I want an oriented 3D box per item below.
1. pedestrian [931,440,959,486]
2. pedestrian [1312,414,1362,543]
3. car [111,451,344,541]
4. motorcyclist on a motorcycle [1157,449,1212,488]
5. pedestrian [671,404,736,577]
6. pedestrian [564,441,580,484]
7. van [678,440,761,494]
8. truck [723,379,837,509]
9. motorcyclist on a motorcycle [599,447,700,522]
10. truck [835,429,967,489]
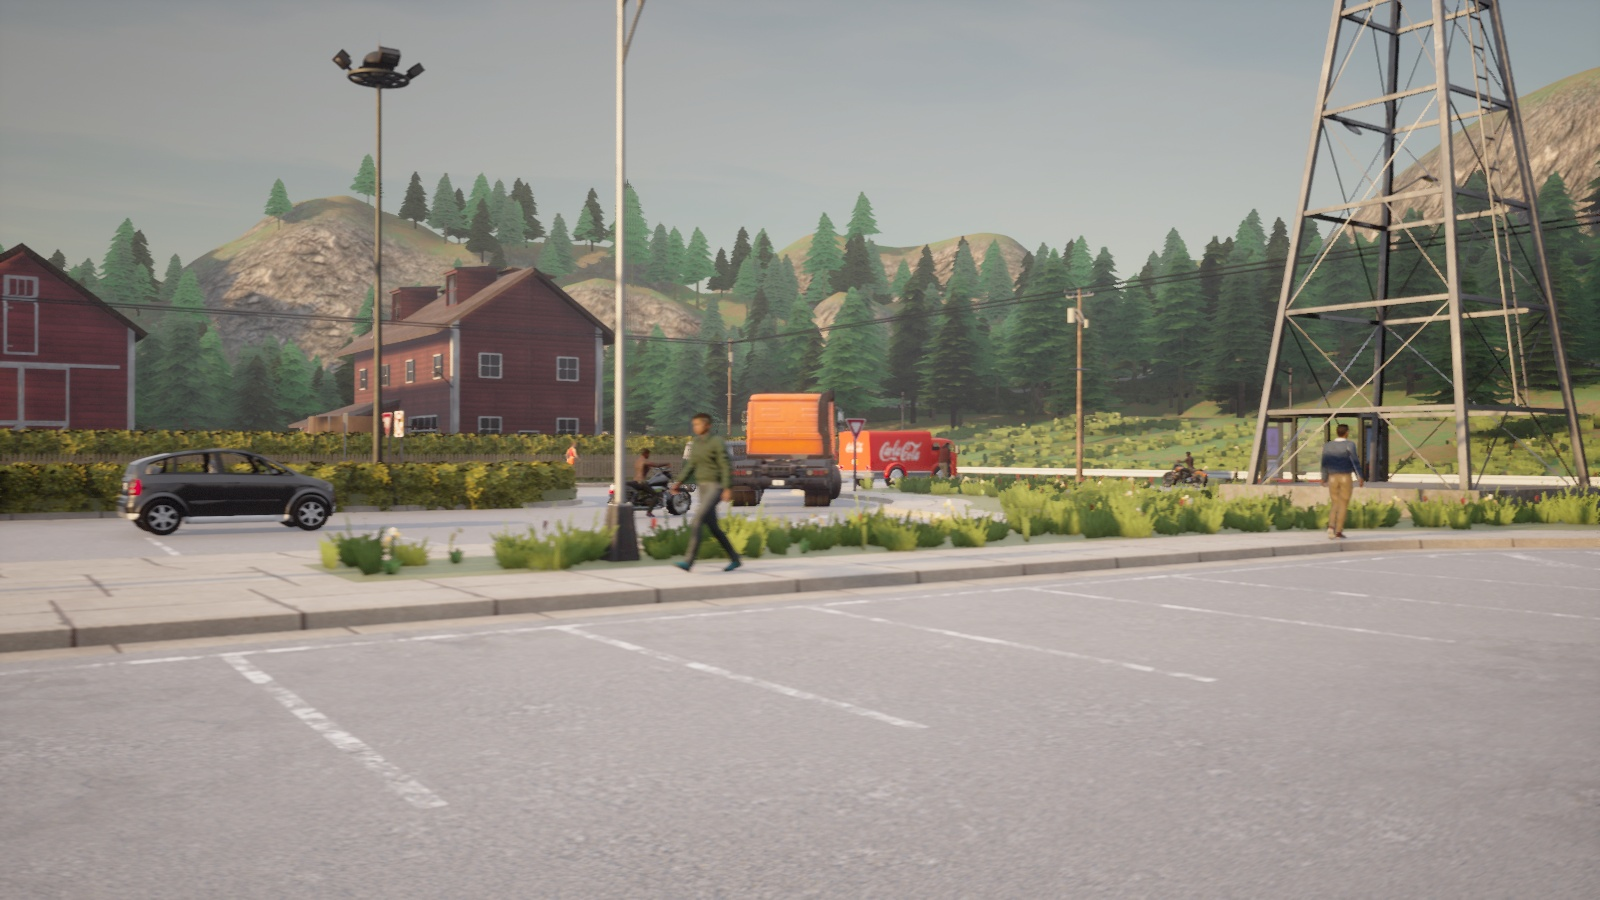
[{"bbox_3d":[5.866,0.512,50.874,0.899,1.844,0.634,0,0,-31],"label":"pedestrian"},{"bbox_3d":[8.332,0.430,19.479,0.788,1.949,0.423,0,0,-44],"label":"pedestrian"},{"bbox_3d":[-10.685,0.804,23.504,3.705,1.549,1.789,0,0,-34],"label":"car"},{"bbox_3d":[16.693,0.794,54.562,0.766,1.649,2.350,0,0,-34],"label":"motorcyclist on a motorcycle"},{"bbox_3d":[-1.061,0.436,13.772,0.614,1.847,0.353,0,0,-38],"label":"pedestrian"},{"bbox_3d":[-9.821,0.553,54.043,0.594,1.836,0.345,0,0,-35],"label":"pedestrian"},{"bbox_3d":[-3.036,0.623,48.397,1.775,1.987,4.442,0,0,16],"label":"van"},{"bbox_3d":[-0.419,-0.144,37.460,2.891,3.462,7.936,0,0,3],"label":"truck"},{"bbox_3d":[-3.441,0.773,28.963,0.766,1.649,2.350,0,0,45],"label":"motorcyclist on a motorcycle"},{"bbox_3d":[4.414,0.383,54.584,5.204,2.467,2.627,0,0,-33],"label":"truck"}]
